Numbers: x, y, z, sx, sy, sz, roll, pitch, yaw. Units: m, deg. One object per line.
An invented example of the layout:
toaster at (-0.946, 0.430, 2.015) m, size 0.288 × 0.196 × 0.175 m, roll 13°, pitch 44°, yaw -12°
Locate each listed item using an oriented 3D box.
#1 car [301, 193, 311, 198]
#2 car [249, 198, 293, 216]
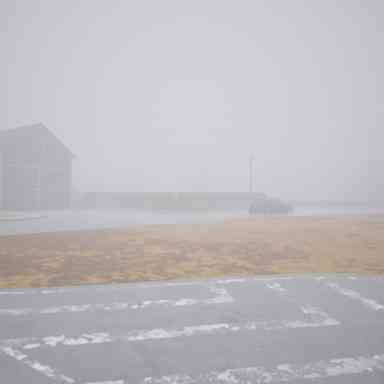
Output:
car at (29.788, 1.613, 87.049) m, size 2.242 × 1.667 × 4.611 m, roll 0°, pitch 0°, yaw 35°
car at (7.716, 1.346, 32.267) m, size 4.553 × 1.767 × 2.097 m, roll 0°, pitch 0°, yaw -34°
